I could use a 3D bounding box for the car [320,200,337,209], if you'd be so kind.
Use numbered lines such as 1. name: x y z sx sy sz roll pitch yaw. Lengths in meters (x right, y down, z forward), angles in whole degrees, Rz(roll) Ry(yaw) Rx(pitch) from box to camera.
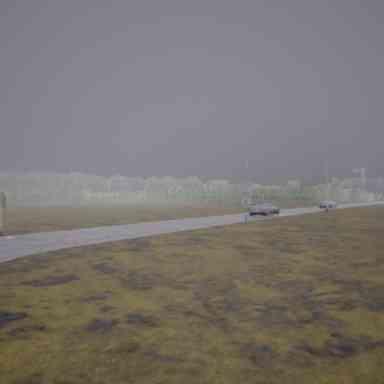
1. car: 22.578 2.027 55.015 1.994 1.385 4.181 -1 -1 36

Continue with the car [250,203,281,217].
1. car: 7.540 1.778 34.024 1.994 1.385 4.181 -1 -1 36
